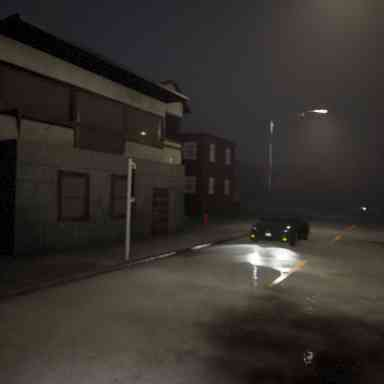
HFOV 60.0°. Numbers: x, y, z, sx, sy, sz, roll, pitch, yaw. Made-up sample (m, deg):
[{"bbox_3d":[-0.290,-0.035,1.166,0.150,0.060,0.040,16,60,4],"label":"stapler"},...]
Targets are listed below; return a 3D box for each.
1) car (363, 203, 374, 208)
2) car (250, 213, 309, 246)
[{"bbox_3d":[39.155,3.097,73.838,1.994,1.385,4.181,2,0,31],"label":"car"},{"bbox_3d":[4.389,1.722,16.292,1.994,1.385,4.181,2,0,31],"label":"car"}]
